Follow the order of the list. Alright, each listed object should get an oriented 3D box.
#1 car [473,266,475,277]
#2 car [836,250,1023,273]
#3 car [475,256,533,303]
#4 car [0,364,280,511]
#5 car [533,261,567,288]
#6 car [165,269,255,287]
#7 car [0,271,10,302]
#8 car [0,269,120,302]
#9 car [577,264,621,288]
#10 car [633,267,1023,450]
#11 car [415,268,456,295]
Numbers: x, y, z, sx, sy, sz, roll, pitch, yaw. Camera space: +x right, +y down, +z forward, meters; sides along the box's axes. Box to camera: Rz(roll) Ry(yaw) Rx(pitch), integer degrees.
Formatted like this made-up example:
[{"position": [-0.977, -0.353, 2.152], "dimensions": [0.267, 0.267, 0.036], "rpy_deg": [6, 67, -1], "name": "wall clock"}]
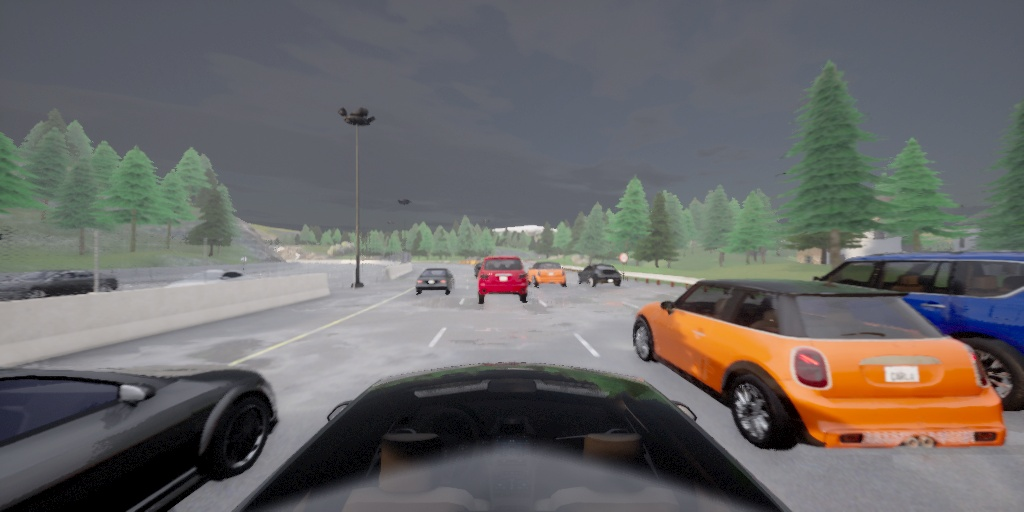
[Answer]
[{"position": [-2.759, 1.361, 35.526], "dimensions": [1.837, 1.490, 4.892], "rpy_deg": [0, 0, -9], "name": "car"}, {"position": [7.003, 0.945, 6.172], "dimensions": [2.150, 2.045, 5.566], "rpy_deg": [0, 0, -1], "name": "car"}, {"position": [-0.538, 1.017, 17.274], "dimensions": [2.150, 2.045, 5.566], "rpy_deg": [0, 0, -4], "name": "car"}, {"position": [-3.465, 1.334, 2.097], "dimensions": [1.994, 1.385, 4.181], "rpy_deg": [0, 0, 0], "name": "car"}, {"position": [2.253, 1.151, 24.688], "dimensions": [2.097, 1.767, 4.553], "rpy_deg": [0, 0, -6], "name": "car"}, {"position": [-14.825, 1.401, 17.880], "dimensions": [1.812, 1.442, 4.674], "rpy_deg": [0, 0, -5], "name": "car"}, {"position": [-25.119, 1.432, 14.917], "dimensions": [1.837, 1.490, 4.892], "rpy_deg": [0, -1, -4], "name": "car"}, {"position": [-21.778, 1.405, 17.049], "dimensions": [2.128, 1.511, 4.902], "rpy_deg": [0, 0, -5], "name": "car"}, {"position": [5.813, 1.283, 24.417], "dimensions": [1.837, 1.490, 4.892], "rpy_deg": [0, 0, -6], "name": "car"}, {"position": [3.489, 1.092, 5.364], "dimensions": [2.097, 1.767, 4.553], "rpy_deg": [0, 0, -1], "name": "car"}, {"position": [-4.327, 1.372, 20.699], "dimensions": [2.033, 1.411, 5.357], "rpy_deg": [0, 0, -5], "name": "car"}]
